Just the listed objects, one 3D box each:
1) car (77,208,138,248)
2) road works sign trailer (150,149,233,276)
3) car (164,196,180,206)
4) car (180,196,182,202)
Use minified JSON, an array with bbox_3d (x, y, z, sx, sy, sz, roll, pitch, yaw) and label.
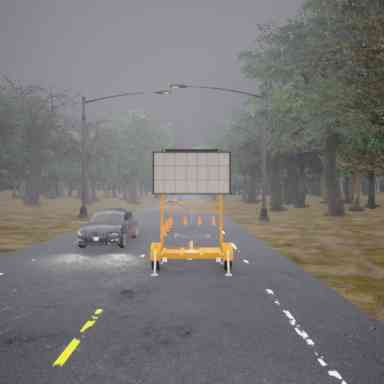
[{"bbox_3d":[-3.592,1.522,14.885,1.837,1.490,4.892,0,0,0],"label":"car"},{"bbox_3d":[-0.010,0.476,10.372,2.380,3.560,2.880,0,0,0],"label":"road works sign trailer"},{"bbox_3d":[-3.552,1.440,56.510,2.097,1.767,4.553,0,0,0],"label":"car"},{"bbox_3d":[-3.448,1.709,84.004,1.994,1.385,4.181,0,0,0],"label":"car"}]
